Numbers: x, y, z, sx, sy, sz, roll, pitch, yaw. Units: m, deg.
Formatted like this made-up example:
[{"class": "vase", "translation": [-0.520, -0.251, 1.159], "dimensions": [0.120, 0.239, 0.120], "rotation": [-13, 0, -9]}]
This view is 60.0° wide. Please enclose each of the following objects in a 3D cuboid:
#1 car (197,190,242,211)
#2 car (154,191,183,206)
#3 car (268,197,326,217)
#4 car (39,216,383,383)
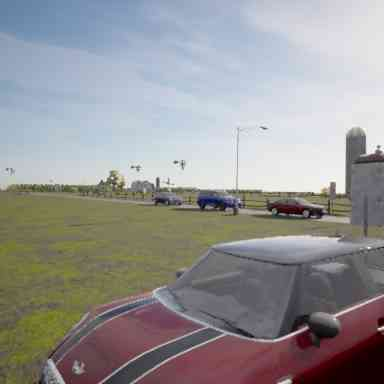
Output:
[{"class": "car", "translation": [2.776, 0.836, 35.186], "dimensions": [2.150, 2.045, 5.566], "rotation": [1, 0, -36]}, {"class": "car", "translation": [-3.126, 0.825, 43.304], "dimensions": [2.097, 1.767, 4.553], "rotation": [1, 0, -36]}, {"class": "car", "translation": [8.527, 1.233, 27.275], "dimensions": [1.882, 1.535, 5.008], "rotation": [1, 0, -36]}, {"class": "car", "translation": [0.817, 1.352, 3.662], "dimensions": [4.553, 1.767, 2.097], "rotation": [0, 0, -36]}]
